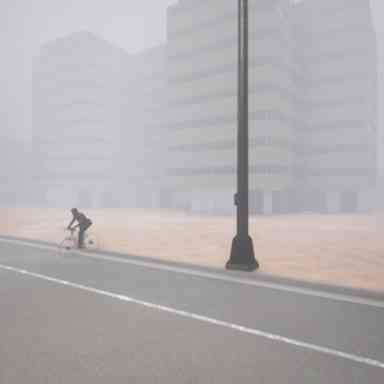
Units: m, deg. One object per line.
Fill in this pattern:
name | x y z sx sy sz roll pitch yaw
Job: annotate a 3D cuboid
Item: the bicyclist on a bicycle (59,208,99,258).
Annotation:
bicyclist on a bicycle | -3.839 1.352 11.327 0.582 1.620 1.656 0 4 35
